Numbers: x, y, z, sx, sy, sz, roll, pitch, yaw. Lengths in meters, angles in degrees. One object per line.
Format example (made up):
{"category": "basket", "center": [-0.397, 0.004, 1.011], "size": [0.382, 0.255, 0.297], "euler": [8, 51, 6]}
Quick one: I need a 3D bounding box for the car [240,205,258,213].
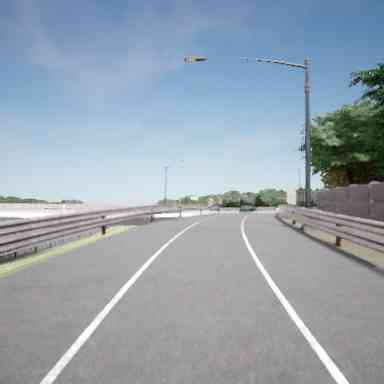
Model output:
{"category": "car", "center": [12.718, 3.794, 74.361], "size": [4.553, 1.767, 2.097], "euler": [4, -5, -44]}

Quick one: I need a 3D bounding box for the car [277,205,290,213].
{"category": "car", "center": [24.233, 4.473, 87.388], "size": [2.150, 2.045, 5.566], "euler": [-2, -4, 37]}

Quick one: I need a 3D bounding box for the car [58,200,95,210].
{"category": "car", "center": [-18.419, 2.287, 53.322], "size": [5.566, 2.045, 2.150], "euler": [2, -3, -25]}
